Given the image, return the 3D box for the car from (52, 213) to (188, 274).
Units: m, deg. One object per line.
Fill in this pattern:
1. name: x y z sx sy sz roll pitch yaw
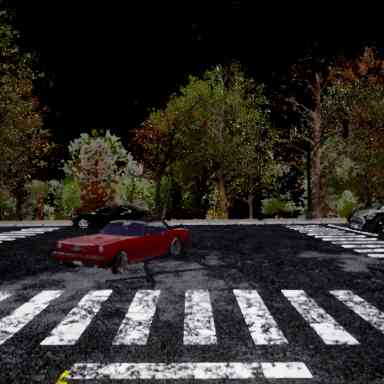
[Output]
1. car: -1.966 1.531 10.513 1.895 1.301 4.718 -1 -1 27

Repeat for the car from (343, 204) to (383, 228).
1. car: 12.203 1.493 21.208 4.181 1.385 1.994 -1 -1 1

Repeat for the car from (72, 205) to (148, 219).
1. car: -5.237 1.613 21.466 4.892 1.490 1.837 -1 -1 1

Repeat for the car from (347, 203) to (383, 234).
1. car: 11.062 1.250 17.923 4.553 1.767 2.097 -1 -1 -1
